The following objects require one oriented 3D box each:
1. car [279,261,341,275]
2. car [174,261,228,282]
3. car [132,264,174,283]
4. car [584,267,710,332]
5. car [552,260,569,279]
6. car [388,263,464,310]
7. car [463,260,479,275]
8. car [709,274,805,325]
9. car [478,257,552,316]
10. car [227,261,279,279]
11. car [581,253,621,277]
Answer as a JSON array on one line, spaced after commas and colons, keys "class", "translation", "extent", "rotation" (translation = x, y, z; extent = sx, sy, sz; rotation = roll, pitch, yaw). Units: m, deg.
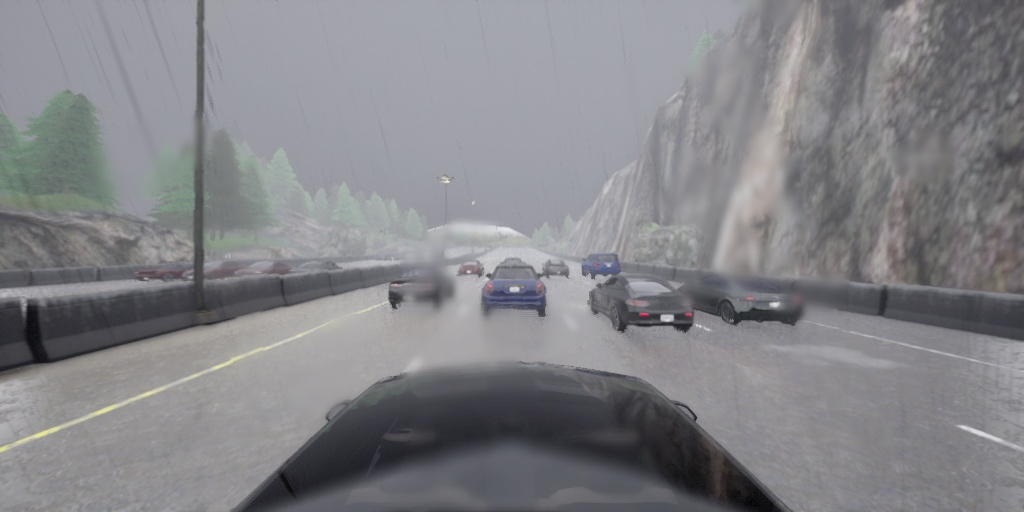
[{"class": "car", "translation": [-14.123, 1.098, 25.887], "extent": [1.837, 1.490, 4.892], "rotation": [0, 1, 0]}, {"class": "car", "translation": [-21.122, 1.120, 25.889], "extent": [1.812, 1.442, 4.674], "rotation": [0, 1, 0]}, {"class": "car", "translation": [-24.623, 1.191, 26.333], "extent": [1.895, 1.301, 4.718], "rotation": [0, 1, 0]}, {"class": "car", "translation": [3.584, 1.241, 10.570], "extent": [1.812, 1.442, 4.674], "rotation": [0, 1, 0]}, {"class": "car", "translation": [3.568, 1.035, 29.800], "extent": [2.128, 1.511, 4.902], "rotation": [0, 1, 0]}, {"class": "car", "translation": [-3.415, 1.185, 14.399], "extent": [2.128, 1.511, 4.902], "rotation": [0, 0, 0]}, {"class": "car", "translation": [-3.433, 1.057, 30.840], "extent": [1.812, 1.442, 4.674], "rotation": [0, 1, 0]}, {"class": "car", "translation": [7.085, 1.273, 11.639], "extent": [1.994, 1.385, 4.181], "rotation": [0, 0, 0]}, {"class": "car", "translation": [0.085, 1.051, 13.271], "extent": [2.097, 1.767, 4.553], "rotation": [0, 0, 0]}, {"class": "car", "translation": [-17.623, 1.119, 25.898], "extent": [1.812, 1.442, 4.674], "rotation": [0, 1, 0]}, {"class": "car", "translation": [7.070, 0.775, 28.904], "extent": [2.150, 2.045, 5.566], "rotation": [0, 1, 0]}]
